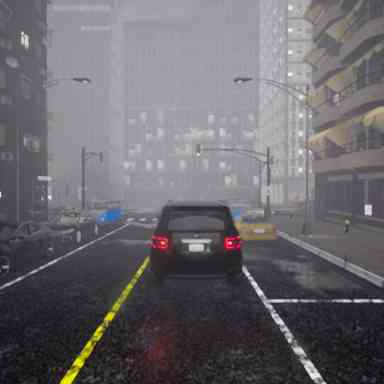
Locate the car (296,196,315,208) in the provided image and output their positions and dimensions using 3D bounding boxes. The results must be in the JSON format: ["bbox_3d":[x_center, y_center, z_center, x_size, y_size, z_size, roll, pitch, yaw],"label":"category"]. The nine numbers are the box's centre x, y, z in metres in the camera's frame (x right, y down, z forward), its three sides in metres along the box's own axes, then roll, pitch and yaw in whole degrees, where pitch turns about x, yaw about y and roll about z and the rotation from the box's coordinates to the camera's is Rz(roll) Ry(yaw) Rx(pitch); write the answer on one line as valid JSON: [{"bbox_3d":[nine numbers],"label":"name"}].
[{"bbox_3d":[15.352,1.389,40.408,5.009,1.841,2.192,0,0,1],"label":"car"}]

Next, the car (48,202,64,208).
[{"bbox_3d":[-16.133,1.535,34.890,5.357,1.411,2.033,0,1,1],"label":"car"}]

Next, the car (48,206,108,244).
[{"bbox_3d":[-5.657,1.567,15.563,2.008,1.369,4.403,-1,0,0],"label":"car"}]

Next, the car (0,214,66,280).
[{"bbox_3d":[-5.672,1.576,9.960,1.947,1.339,4.313,-1,0,0],"label":"car"}]

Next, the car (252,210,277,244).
[{"bbox_3d":[2.724,1.542,15.680,1.752,1.417,4.829,-1,0,0],"label":"car"}]

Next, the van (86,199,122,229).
[{"bbox_3d":[-5.644,1.363,21.165,1.690,1.788,3.998,-1,0,0],"label":"van"}]

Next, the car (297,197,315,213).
[{"bbox_3d":[14.918,1.630,37.811,4.674,1.442,1.812,0,1,-1],"label":"car"}]

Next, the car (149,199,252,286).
[{"bbox_3d":[0.106,1.233,9.564,2.150,2.045,5.566,0,0,0],"label":"car"}]

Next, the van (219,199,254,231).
[{"bbox_3d":[2.736,1.363,21.112,1.690,1.788,3.998,-1,0,0],"label":"van"}]

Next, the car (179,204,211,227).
[{"bbox_3d":[0.303,1.588,23.475,1.994,1.385,4.181,0,0,4],"label":"car"}]
